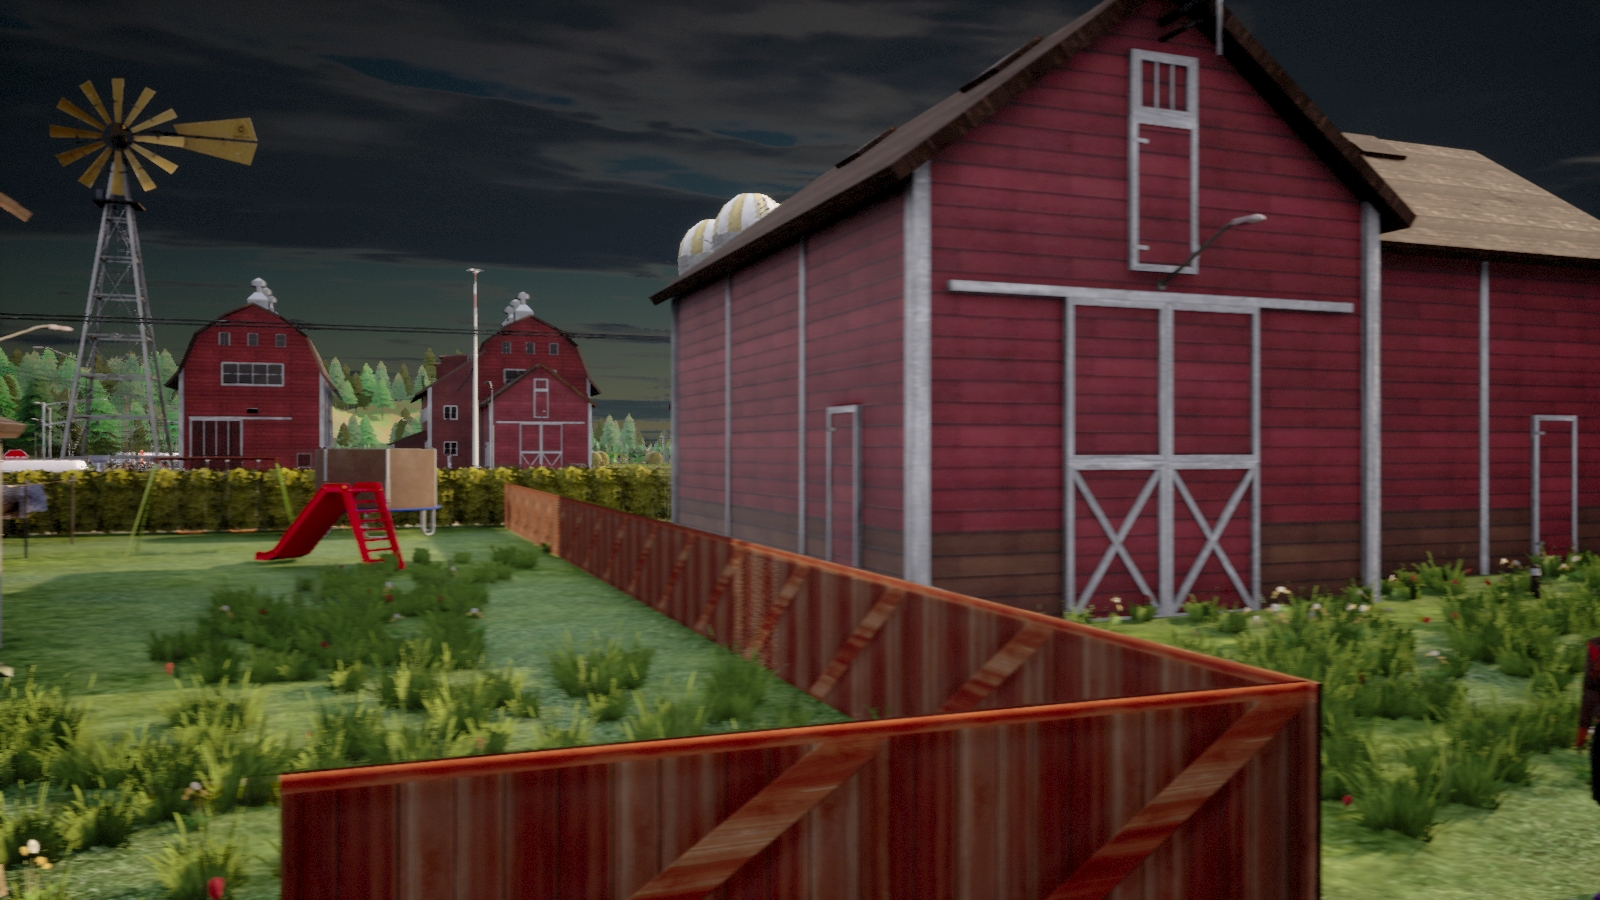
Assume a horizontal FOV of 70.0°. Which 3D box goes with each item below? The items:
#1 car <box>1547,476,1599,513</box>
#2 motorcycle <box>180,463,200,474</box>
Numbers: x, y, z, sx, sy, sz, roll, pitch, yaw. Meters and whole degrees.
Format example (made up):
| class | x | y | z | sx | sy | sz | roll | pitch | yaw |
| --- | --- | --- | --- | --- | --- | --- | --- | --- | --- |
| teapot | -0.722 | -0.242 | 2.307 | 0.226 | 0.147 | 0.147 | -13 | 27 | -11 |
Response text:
| class | x | y | z | sx | sy | sz | roll | pitch | yaw |
| --- | --- | --- | --- | --- | --- | --- | --- | --- | --- |
| car | 34.877 | 1.913 | 49.306 | 2.128 | 1.511 | 4.902 | 0 | 0 | 0 |
| motorcycle | -70.029 | 2.139 | 131.168 | 1.805 | 1.316 | 0.856 | 0 | -1 | -16 |
